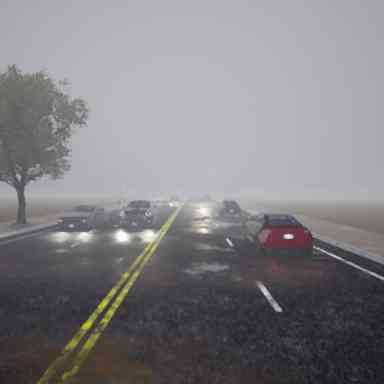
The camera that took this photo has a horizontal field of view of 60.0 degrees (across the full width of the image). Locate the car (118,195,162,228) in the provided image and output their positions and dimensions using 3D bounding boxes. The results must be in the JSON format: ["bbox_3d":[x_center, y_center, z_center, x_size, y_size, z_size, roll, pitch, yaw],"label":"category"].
[{"bbox_3d":[-3.341,1.262,21.506,2.097,1.767,4.553,0,0,0],"label":"car"}]

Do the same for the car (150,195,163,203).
[{"bbox_3d":[-6.509,1.257,61.304,1.812,1.442,4.674,0,0,1],"label":"car"}]

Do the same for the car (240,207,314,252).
[{"bbox_3d":[3.355,1.508,13.556,1.994,1.385,4.181,0,0,0],"label":"car"}]

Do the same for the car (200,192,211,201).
[{"bbox_3d":[3.277,1.195,74.896,1.812,1.442,4.674,0,0,0],"label":"car"}]

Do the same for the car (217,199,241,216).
[{"bbox_3d":[3.348,1.397,30.282,1.812,1.442,4.674,0,0,0],"label":"car"}]

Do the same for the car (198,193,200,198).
[{"bbox_3d":[3.281,1.050,85.896,2.033,1.649,4.856,0,0,0],"label":"car"}]

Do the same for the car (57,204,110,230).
[{"bbox_3d":[-6.594,1.460,20.865,2.033,1.411,5.357,0,0,0],"label":"car"}]

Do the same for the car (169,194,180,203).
[{"bbox_3d":[-3.258,1.221,62.564,2.128,1.511,4.902,0,0,1],"label":"car"}]
